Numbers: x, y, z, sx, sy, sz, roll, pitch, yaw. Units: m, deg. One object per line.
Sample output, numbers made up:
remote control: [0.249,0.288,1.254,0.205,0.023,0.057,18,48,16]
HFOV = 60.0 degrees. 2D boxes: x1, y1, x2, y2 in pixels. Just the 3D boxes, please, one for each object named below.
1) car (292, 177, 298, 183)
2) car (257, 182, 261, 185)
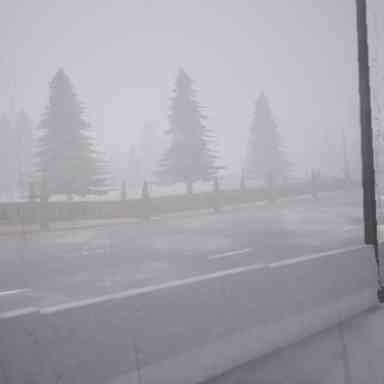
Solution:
car: [19.067,-2.331,63.872,2.097,1.767,4.553,-6,3,-35]
car: [14.462,-1.877,64.365,1.882,1.535,5.008,-6,3,-35]
